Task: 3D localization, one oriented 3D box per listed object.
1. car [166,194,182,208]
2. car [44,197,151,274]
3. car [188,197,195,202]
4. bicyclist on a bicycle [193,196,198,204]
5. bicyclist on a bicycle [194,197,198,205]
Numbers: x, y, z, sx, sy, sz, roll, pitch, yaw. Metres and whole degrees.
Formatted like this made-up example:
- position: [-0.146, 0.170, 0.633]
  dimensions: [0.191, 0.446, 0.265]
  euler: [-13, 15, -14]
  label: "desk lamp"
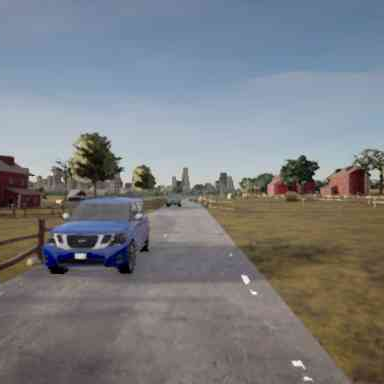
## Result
- position: [-2.819, 1.369, 51.958]
  dimensions: [2.150, 2.045, 5.566]
  euler: [0, 0, 0]
  label: "car"
- position: [-2.688, 1.206, 10.846]
  dimensions: [2.150, 2.045, 5.566]
  euler: [0, 0, 0]
  label: "car"
- position: [-0.012, 1.930, 88.682]
  dimensions: [2.033, 1.411, 5.357]
  euler: [0, -1, 0]
  label: "car"
- position: [0.745, 1.757, 70.207]
  dimensions: [0.866, 1.612, 1.509]
  euler: [0, -1, 0]
  label: "bicyclist on a bicycle"
- position: [0.748, 1.677, 61.165]
  dimensions: [0.582, 1.620, 1.656]
  euler: [0, -1, 0]
  label: "bicyclist on a bicycle"
